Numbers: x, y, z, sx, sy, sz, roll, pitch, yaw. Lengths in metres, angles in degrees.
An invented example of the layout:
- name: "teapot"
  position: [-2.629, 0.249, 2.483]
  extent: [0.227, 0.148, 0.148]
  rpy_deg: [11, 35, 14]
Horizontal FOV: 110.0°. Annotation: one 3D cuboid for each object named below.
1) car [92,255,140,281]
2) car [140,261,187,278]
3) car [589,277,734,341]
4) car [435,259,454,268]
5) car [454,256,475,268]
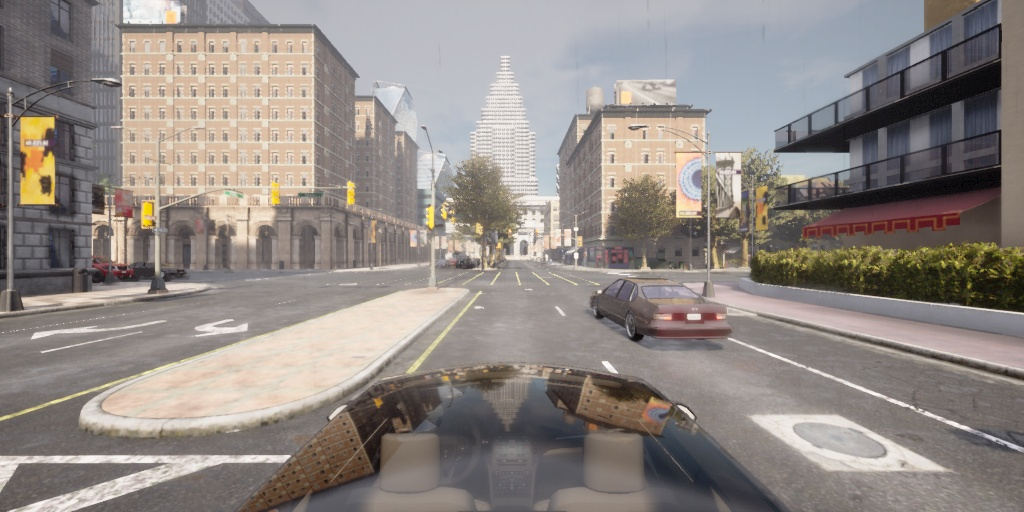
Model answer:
- name: "car"
  position: [-34.648, 0.971, 29.438]
  extent: [5.566, 2.045, 2.150]
  rpy_deg: [0, 0, 0]
- name: "car"
  position: [-32.849, 1.255, 32.965]
  extent: [4.892, 1.490, 1.837]
  rpy_deg: [0, 0, 0]
- name: "car"
  position: [3.634, 1.297, 9.886]
  extent: [2.033, 1.411, 5.357]
  rpy_deg: [0, 0, -3]
- name: "car"
  position: [-11.557, 1.297, 60.073]
  extent: [2.033, 1.411, 5.357]
  rpy_deg: [0, 0, 0]
- name: "car"
  position: [-8.062, 0.971, 60.697]
  extent: [2.150, 2.045, 5.566]
  rpy_deg: [0, 0, 0]
